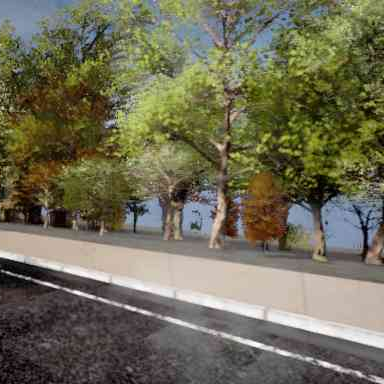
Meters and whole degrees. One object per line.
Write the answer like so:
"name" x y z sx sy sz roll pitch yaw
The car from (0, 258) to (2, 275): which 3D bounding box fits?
"car" -6.683 1.541 8.447 4.181 1.385 1.994 0 0 35
